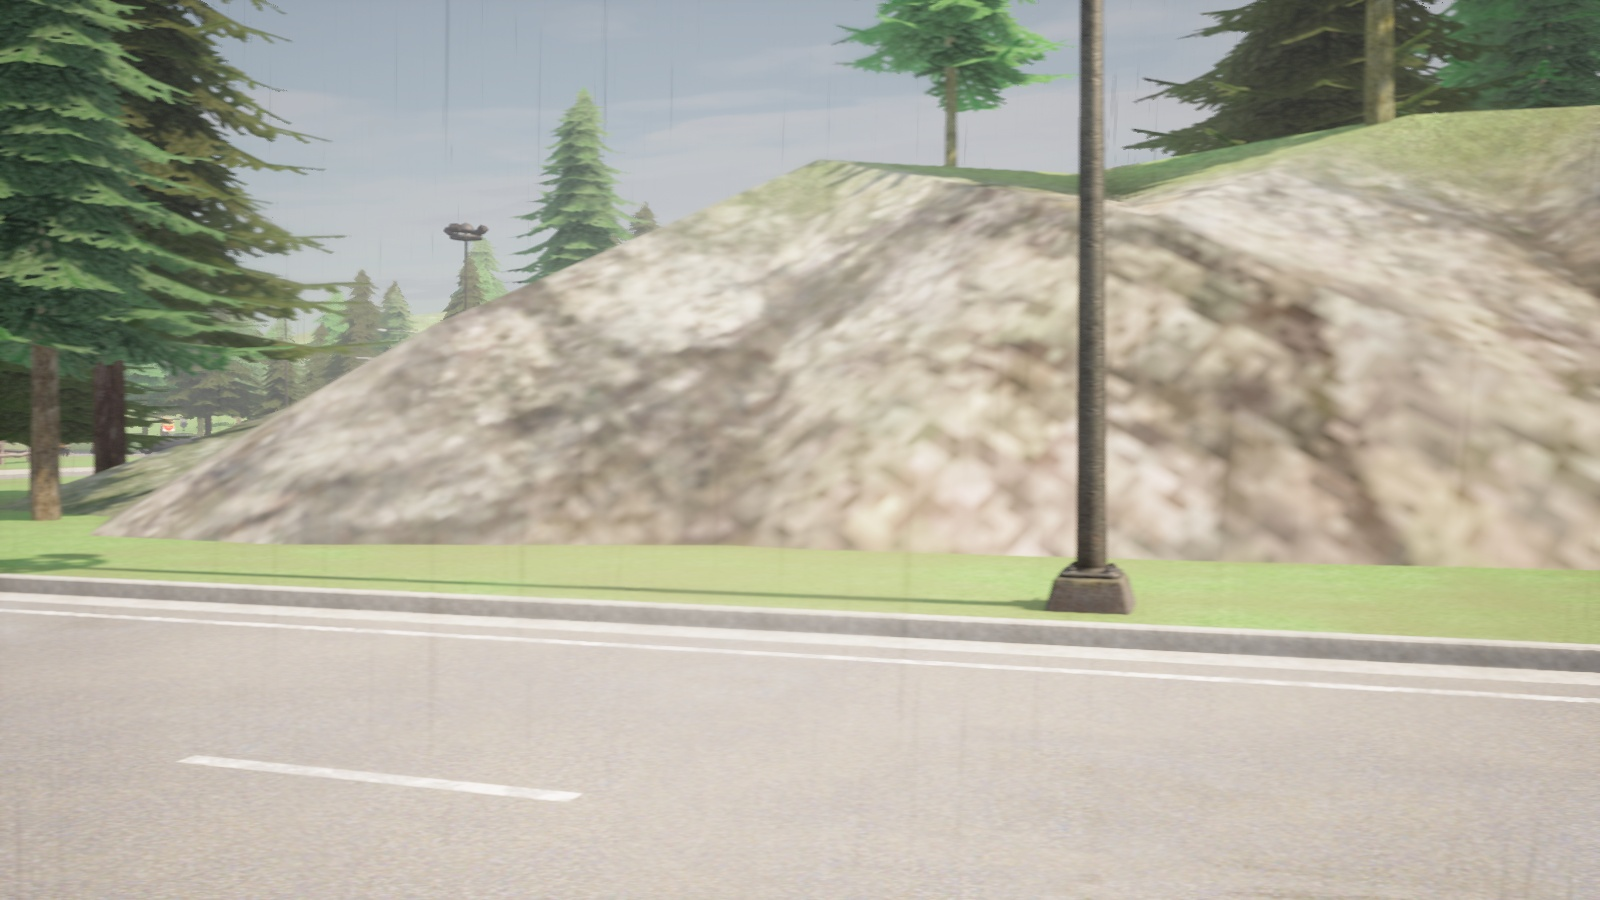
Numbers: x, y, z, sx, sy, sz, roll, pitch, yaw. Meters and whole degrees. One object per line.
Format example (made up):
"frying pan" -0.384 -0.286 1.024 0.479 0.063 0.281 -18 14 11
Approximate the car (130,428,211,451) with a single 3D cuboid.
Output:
"car" -42.923 -0.754 85.607 4.902 1.511 2.128 1 1 19
